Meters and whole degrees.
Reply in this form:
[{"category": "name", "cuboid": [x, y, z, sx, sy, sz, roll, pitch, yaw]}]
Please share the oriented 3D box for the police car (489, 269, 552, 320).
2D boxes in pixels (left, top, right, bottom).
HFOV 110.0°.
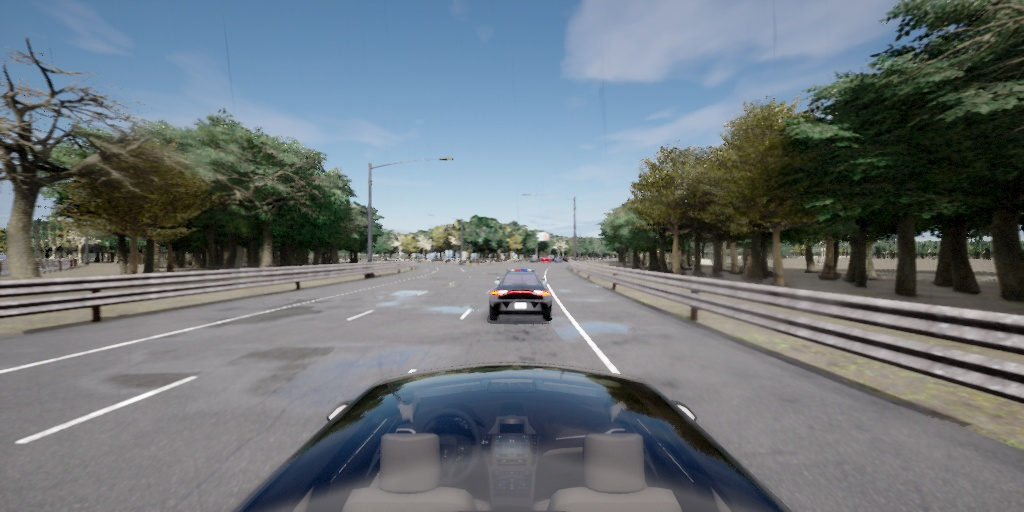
[{"category": "police car", "cuboid": [0.316, 1.253, 12.750, 2.038, 1.542, 4.974, 0, 0, 2]}]
